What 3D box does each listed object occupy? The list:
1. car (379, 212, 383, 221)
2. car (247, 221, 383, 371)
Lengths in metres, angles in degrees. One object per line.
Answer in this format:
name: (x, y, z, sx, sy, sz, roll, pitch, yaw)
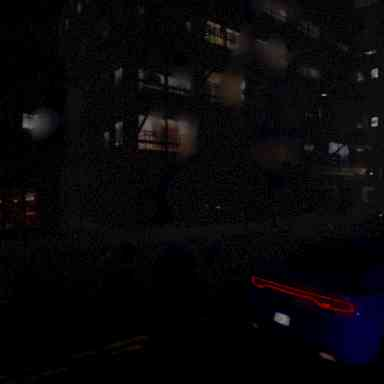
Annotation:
car: (14.706, 1.580, 22.832, 5.008, 1.535, 1.882, 0, 0, -38)
car: (3.168, 1.502, 5.771, 5.008, 1.535, 1.882, 0, 0, -36)
